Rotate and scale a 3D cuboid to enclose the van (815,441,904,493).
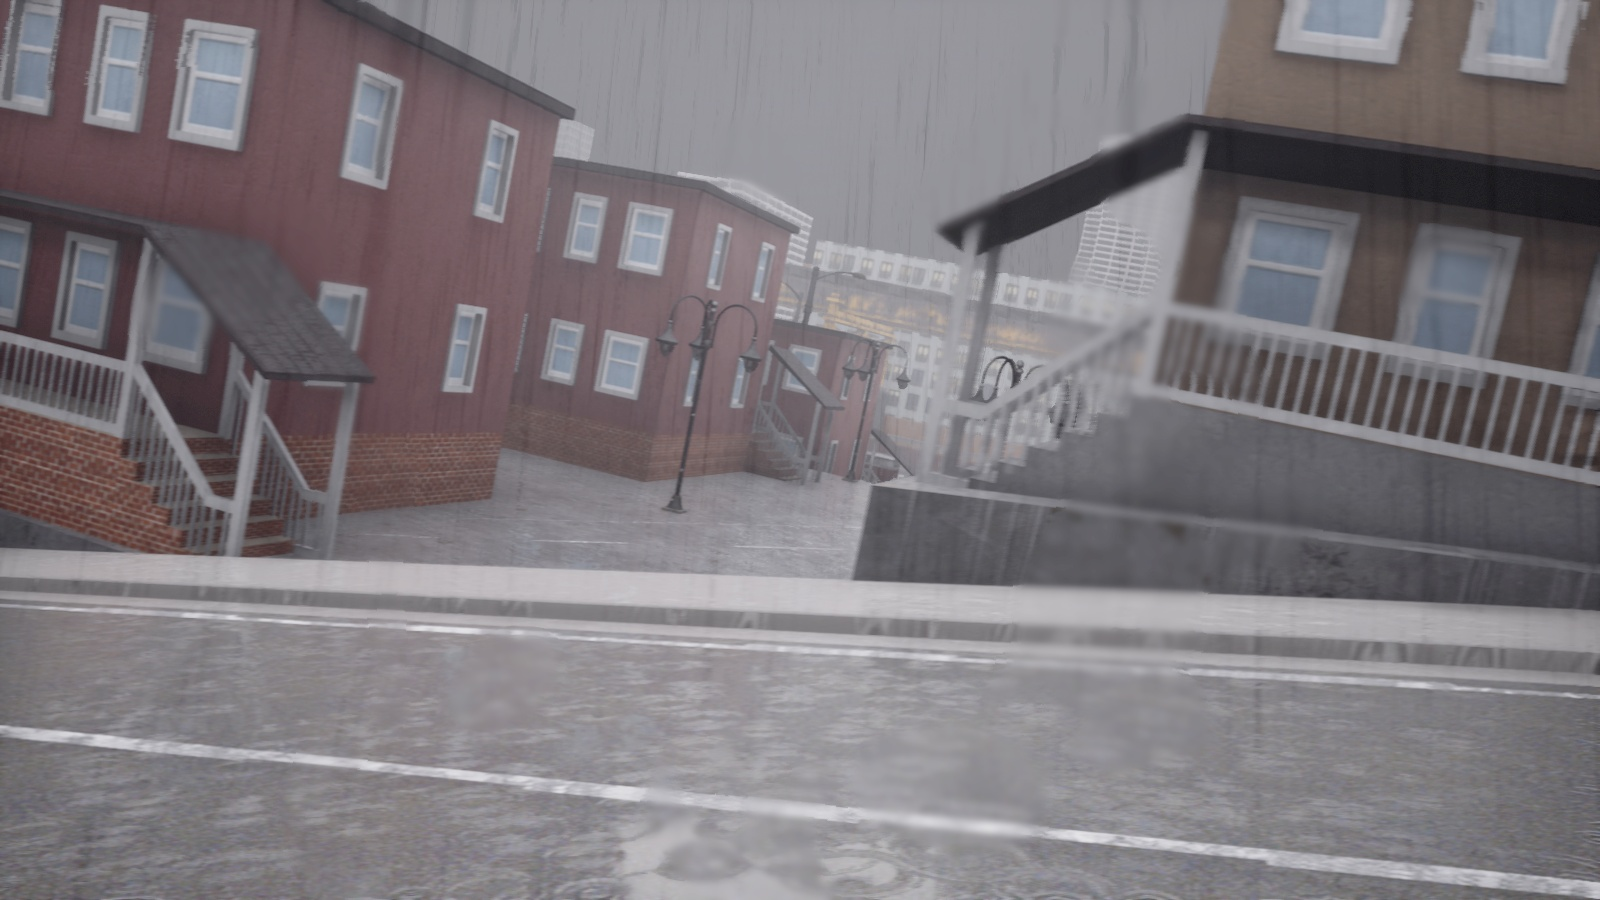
[{"bbox_3d":[3.395,0.958,71.787,4.442,1.987,1.775,13,5,18],"label":"van"}]
